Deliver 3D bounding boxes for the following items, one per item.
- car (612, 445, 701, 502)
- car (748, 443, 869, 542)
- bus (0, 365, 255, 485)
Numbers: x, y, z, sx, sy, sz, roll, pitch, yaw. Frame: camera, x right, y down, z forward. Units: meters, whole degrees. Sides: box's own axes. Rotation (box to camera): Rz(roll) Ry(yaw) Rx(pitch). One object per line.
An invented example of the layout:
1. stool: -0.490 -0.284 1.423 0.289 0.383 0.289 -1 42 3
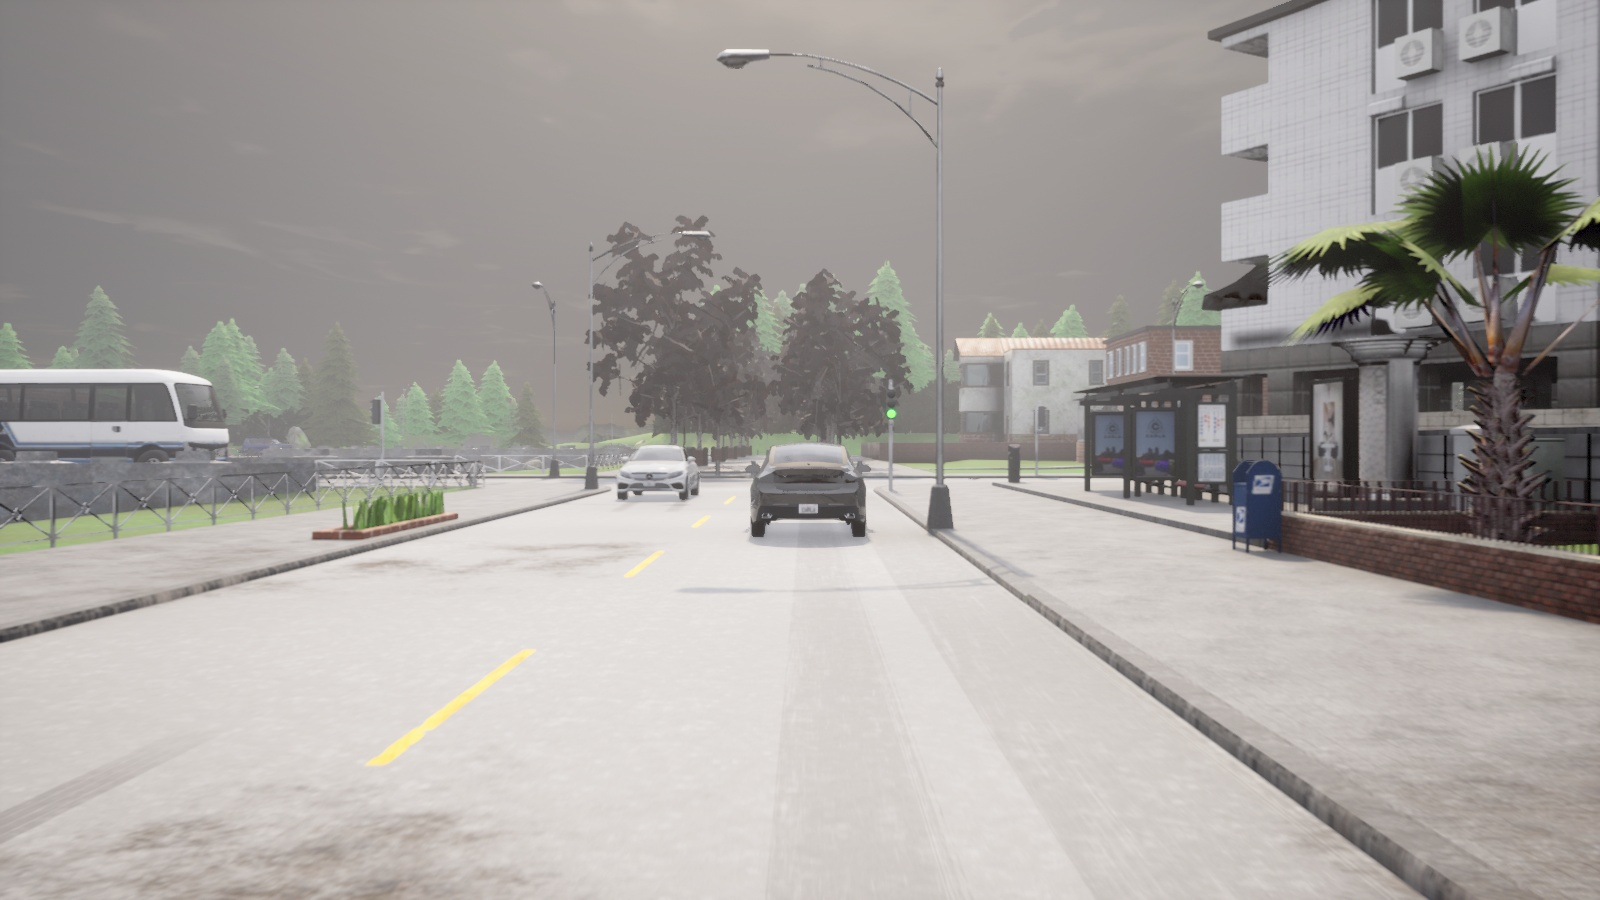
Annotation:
1. car: -3.807 0.577 34.039 1.812 1.442 4.674 0 0 1
2. car: 0.139 0.630 21.481 1.837 1.490 4.892 0 0 0
3. bus: -26.227 -0.914 46.674 10.273 4.253 3.944 0 0 2
